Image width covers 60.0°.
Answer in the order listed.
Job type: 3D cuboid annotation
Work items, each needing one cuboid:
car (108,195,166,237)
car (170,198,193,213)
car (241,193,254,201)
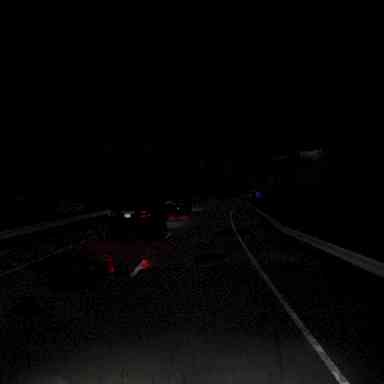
[{"bbox_3d":[-2.742,1.165,17.734,2.150,2.045,5.566,0,0,4],"label":"car"},{"bbox_3d":[-1.058,1.386,34.968,2.128,1.511,4.902,0,0,7],"label":"car"},{"bbox_3d":[12.765,1.256,78.570,1.882,1.535,5.008,0,0,16],"label":"car"}]
